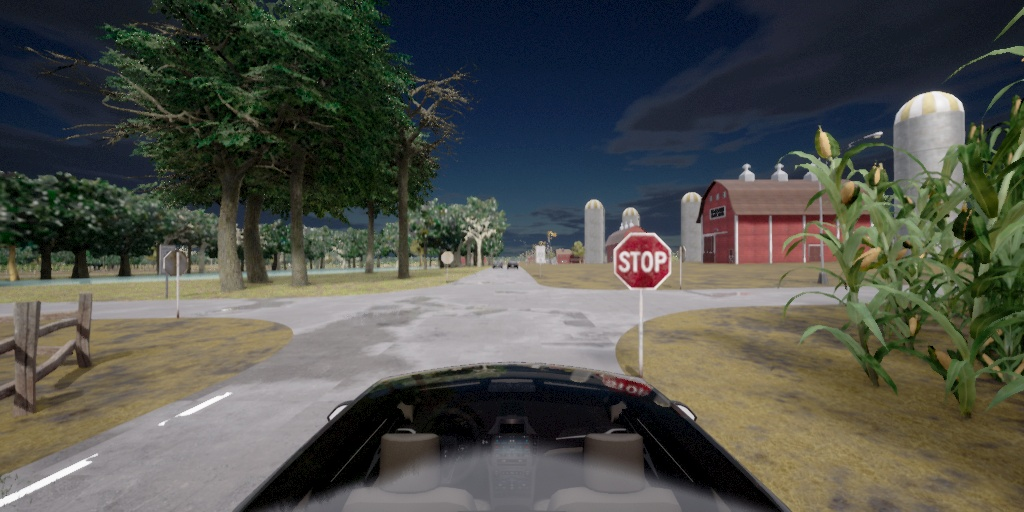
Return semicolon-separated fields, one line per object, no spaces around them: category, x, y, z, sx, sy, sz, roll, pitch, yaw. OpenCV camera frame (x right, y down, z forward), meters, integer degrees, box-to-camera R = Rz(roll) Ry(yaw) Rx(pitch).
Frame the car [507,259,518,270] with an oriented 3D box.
car;0.126;1.527;61.288;1.882;1.535;5.008;0;-1;0
